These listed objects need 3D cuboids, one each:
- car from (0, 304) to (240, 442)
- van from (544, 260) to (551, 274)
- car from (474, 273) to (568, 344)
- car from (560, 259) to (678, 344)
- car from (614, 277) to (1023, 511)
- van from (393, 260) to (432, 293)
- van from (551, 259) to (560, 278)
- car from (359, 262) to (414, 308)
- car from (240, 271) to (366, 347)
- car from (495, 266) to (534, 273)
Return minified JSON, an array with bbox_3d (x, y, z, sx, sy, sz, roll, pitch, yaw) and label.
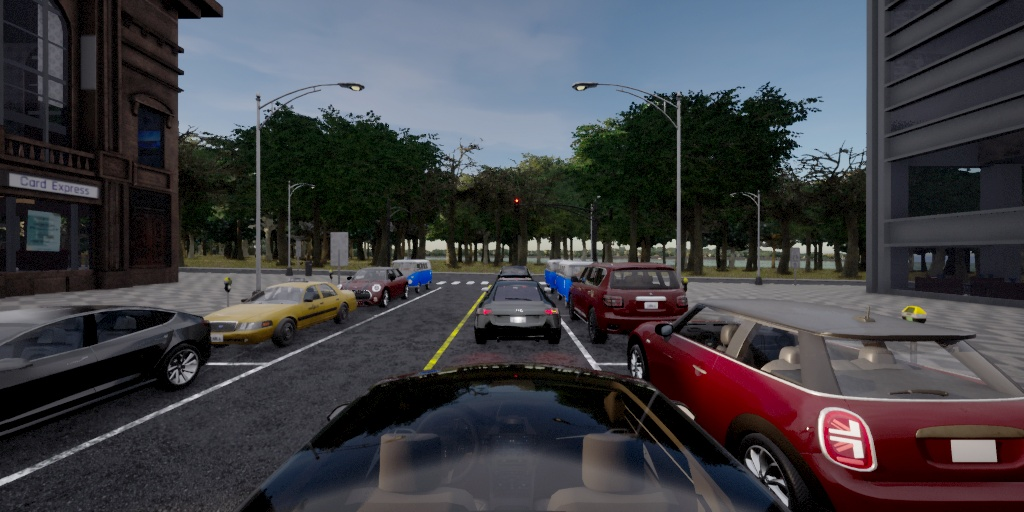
[{"bbox_3d":[-5.759,1.316,4.100,1.948,1.339,4.313,0,0,0],"label":"car"},{"bbox_3d":[2.796,1.092,20.397,1.690,1.789,3.998,0,0,0],"label":"van"},{"bbox_3d":[0.118,1.314,9.570,1.994,1.385,4.181,0,0,0],"label":"car"},{"bbox_3d":[2.776,1.065,9.522,2.192,1.841,5.009,0,0,0],"label":"car"},{"bbox_3d":[2.766,1.190,4.084,1.967,1.591,4.097,0,0,0],"label":"car"},{"bbox_3d":[-5.729,1.092,20.413,1.690,1.789,3.998,0,0,0],"label":"van"},{"bbox_3d":[2.786,1.092,14.959,1.690,1.789,3.998,0,0,0],"label":"van"},{"bbox_3d":[-5.739,1.191,14.975,1.967,1.591,4.097,0,0,0],"label":"car"},{"bbox_3d":[-5.750,1.276,9.368,1.751,1.417,4.829,0,0,0],"label":"car"},{"bbox_3d":[0.131,1.243,18.451,2.128,1.511,4.902,0,0,0],"label":"car"}]
